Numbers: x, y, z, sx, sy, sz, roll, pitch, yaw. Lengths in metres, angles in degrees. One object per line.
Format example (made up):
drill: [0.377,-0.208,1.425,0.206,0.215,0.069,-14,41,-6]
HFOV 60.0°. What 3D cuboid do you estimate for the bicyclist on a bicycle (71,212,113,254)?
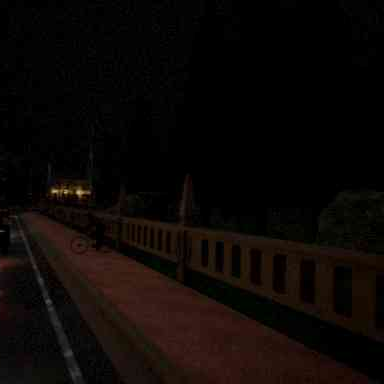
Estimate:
bicyclist on a bicycle: [-3.959,1.637,13.237,1.656,1.620,0.582,2,-2,-29]

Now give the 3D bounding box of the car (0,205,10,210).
car: [-21.481,2.141,37.136,1.882,1.535,5.008,2,-2,-29]

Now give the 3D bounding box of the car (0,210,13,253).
car: [-9.052,1.745,14.596,2.128,1.511,4.902,2,-2,-29]
